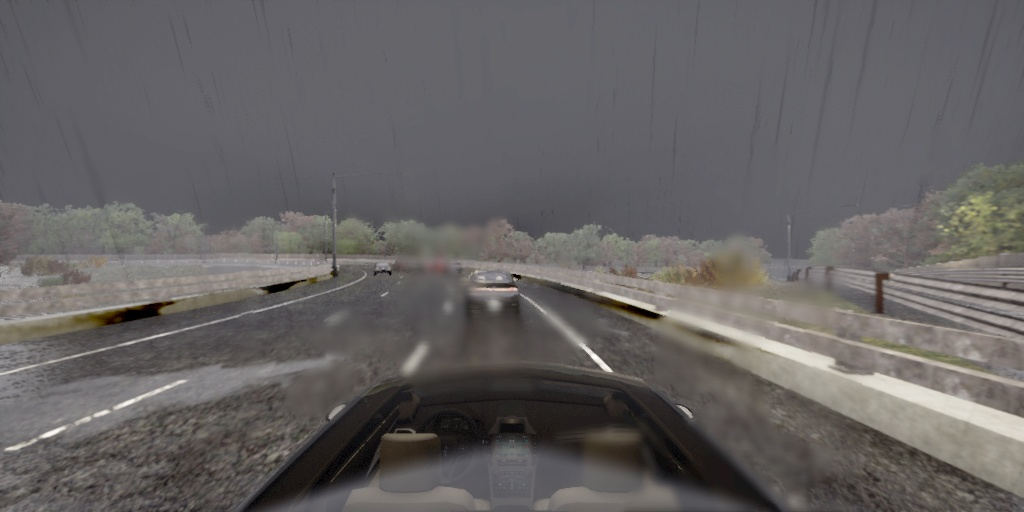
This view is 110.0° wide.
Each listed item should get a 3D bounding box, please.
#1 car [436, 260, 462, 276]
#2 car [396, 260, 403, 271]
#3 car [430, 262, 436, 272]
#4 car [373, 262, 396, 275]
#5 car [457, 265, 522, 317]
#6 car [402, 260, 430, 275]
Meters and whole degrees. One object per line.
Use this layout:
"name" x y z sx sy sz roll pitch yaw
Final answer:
"car" -6.401 1.275 38.374 2.128 1.511 4.902 0 0 -19
"car" -15.534 1.311 51.147 1.882 1.535 5.008 0 0 -29
"car" -8.563 1.273 44.253 1.882 1.535 5.008 0 0 -24
"car" -14.495 1.375 40.226 2.033 1.411 5.357 0 0 -21
"car" -0.785 1.245 13.239 2.128 1.511 4.902 0 0 -6
"car" -11.085 1.314 41.256 1.837 1.490 4.892 0 0 -24
